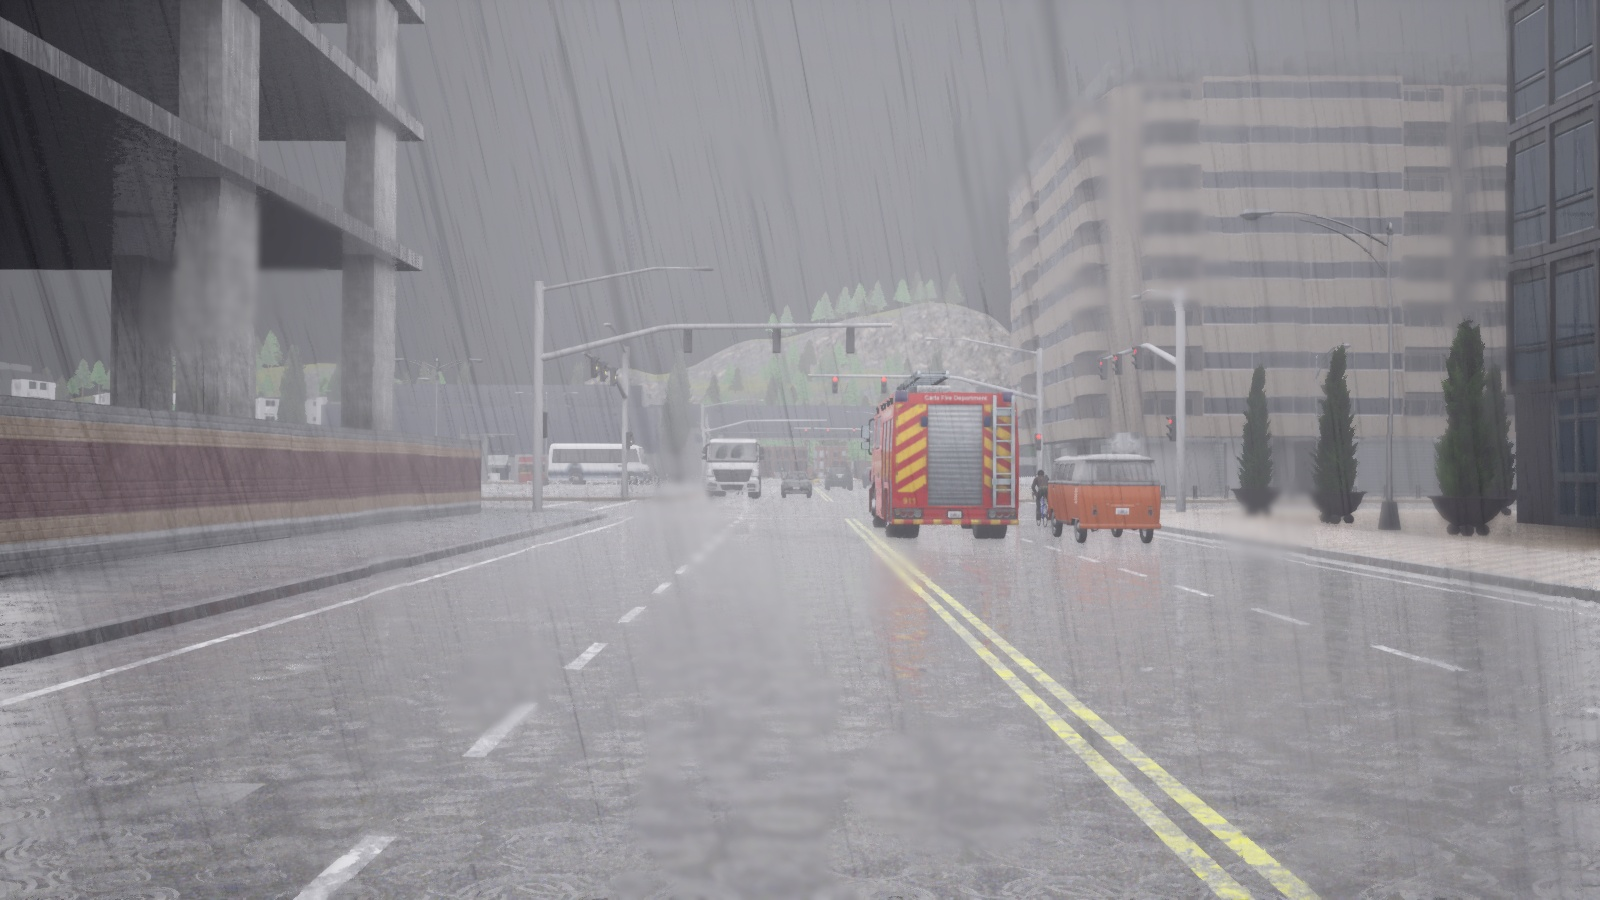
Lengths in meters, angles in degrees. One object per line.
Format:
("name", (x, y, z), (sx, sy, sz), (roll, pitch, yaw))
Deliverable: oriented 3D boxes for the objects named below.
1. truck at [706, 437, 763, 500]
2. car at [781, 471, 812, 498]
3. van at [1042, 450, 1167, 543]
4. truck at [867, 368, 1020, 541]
("truck", (-3.691, 1.064, 72.659), (2.891, 3.462, 7.936), (0, -1, 0))
("car", (-0.190, 2.029, 73.717), (1.789, 1.549, 3.705), (0, -1, 0))
("van", (6.924, 1.025, 29.000), (1.775, 1.987, 4.442), (0, -1, 0))
("truck", (3.412, 0.173, 32.061), (2.891, 3.827, 8.468), (0, -1, 0))
